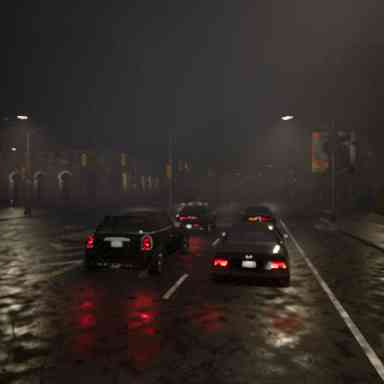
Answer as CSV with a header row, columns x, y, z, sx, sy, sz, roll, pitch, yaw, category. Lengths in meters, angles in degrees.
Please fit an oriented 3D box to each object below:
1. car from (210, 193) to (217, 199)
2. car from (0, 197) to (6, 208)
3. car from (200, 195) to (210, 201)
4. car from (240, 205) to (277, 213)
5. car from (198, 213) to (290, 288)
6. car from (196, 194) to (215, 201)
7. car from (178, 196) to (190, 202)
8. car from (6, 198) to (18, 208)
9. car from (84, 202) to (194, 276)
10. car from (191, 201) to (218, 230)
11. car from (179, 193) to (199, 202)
x,y,z,sx,sy,sz,roll,pitch,yaw,category
4.974,1.347,81.399,2.150,2.045,5.566,0,0,12,car
-9.666,1.232,11.673,2.150,2.045,5.566,0,0,12,car
3.656,1.676,92.217,2.033,1.411,5.357,0,0,12,car
3.787,1.535,18.933,1.837,1.490,4.892,0,0,12,car
1.731,1.562,9.416,2.033,1.411,5.357,0,0,12,car
2.919,1.646,71.554,2.033,1.411,5.357,0,0,12,car
-1.877,1.712,81.612,1.895,1.301,4.718,0,0,12,car
-28.165,1.557,49.169,4.892,1.490,1.837,0,0,12,car
-1.511,1.367,10.686,2.097,1.767,4.553,0,0,12,car
0.327,1.534,19.503,1.837,1.490,4.892,0,0,12,car
-0.517,1.330,72.223,2.150,2.045,5.566,0,0,12,car
